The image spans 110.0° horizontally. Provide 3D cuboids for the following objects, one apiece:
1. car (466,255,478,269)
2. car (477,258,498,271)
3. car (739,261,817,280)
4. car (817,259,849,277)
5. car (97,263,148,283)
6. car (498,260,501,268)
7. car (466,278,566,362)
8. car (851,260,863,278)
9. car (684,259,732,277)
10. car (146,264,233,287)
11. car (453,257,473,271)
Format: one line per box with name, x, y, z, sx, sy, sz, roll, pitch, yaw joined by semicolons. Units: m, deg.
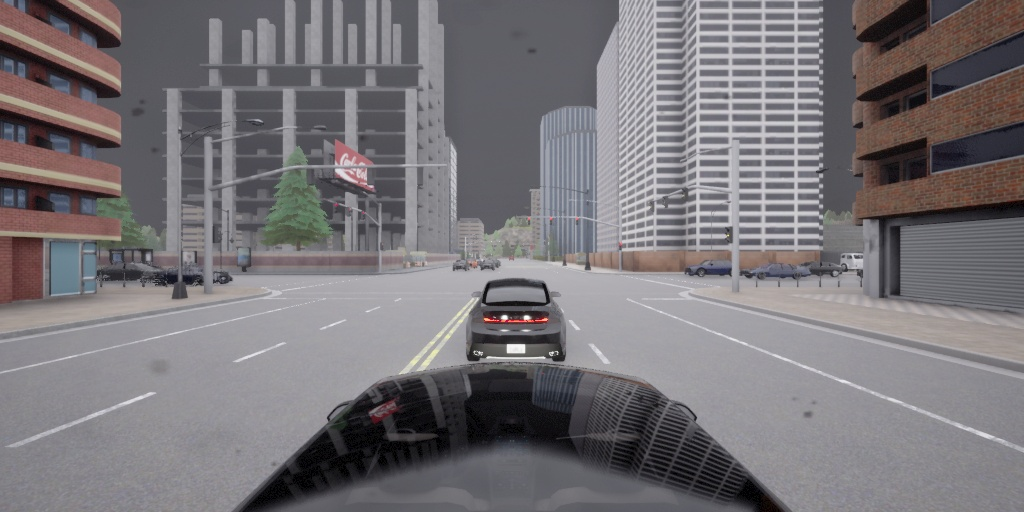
car;-6.805;1.102;57.966;2.097;1.767;4.553;0;0;0
car;-3.354;1.254;50.290;1.837;1.490;4.892;0;0;0
car;22.808;1.297;31.191;5.357;1.411;2.033;0;0;0
car;29.068;1.255;34.684;4.892;1.490;1.837;0;0;0
car;-28.686;1.256;27.471;4.892;1.490;1.837;0;0;0
car;-3.287;1.102;60.415;2.097;1.767;4.553;0;0;1
car;0.094;1.255;8.228;1.837;1.490;4.892;0;0;1
car;32.720;1.314;31.180;4.181;1.385;1.994;0;0;0
car;19.218;1.102;34.690;4.553;1.767;2.097;0;0;0
car;-21.234;1.314;23.962;4.181;1.385;1.994;0;0;0
car;-6.862;1.254;48.760;1.837;1.490;4.892;0;0;0
